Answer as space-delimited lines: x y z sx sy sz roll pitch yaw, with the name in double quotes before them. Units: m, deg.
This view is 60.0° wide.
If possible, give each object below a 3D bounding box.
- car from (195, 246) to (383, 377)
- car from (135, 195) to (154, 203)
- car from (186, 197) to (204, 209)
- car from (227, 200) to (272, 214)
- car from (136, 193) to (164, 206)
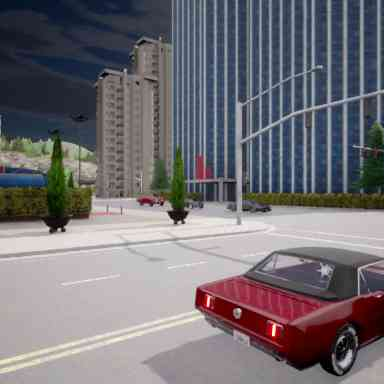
"car" 2.459 1.601 5.564 4.718 1.301 1.895 0 0 -35
"car" -10.155 1.511 70.722 2.128 1.511 4.902 0 0 -36
"car" -0.326 1.505 45.063 1.837 1.490 4.892 0 0 -36
"car" 6.106 1.548 36.208 2.033 1.411 5.357 0 0 -36
"car" -6.610 1.221 53.741 2.150 2.045 5.566 0 0 -36
